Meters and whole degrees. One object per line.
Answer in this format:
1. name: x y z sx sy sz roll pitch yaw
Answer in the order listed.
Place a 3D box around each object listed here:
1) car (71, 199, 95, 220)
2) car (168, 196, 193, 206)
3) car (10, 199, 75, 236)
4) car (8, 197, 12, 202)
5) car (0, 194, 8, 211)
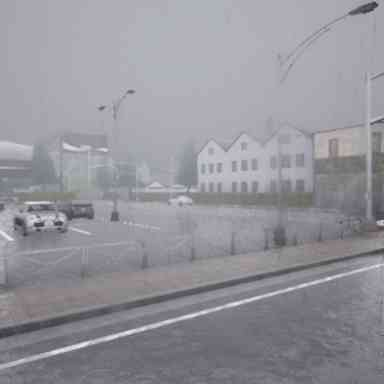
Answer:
1. car: -8.572 1.293 24.212 2.007 1.523 4.514 0 0 -36
2. car: -1.627 1.270 47.298 1.812 1.442 4.674 0 0 -35
3. car: -7.460 1.238 16.346 1.970 1.475 3.806 0 0 -36
4. car: -40.989 1.306 71.769 3.866 1.878 1.905 0 0 -36
5. car: -21.931 1.084 36.644 1.905 1.878 3.866 0 0 -36
